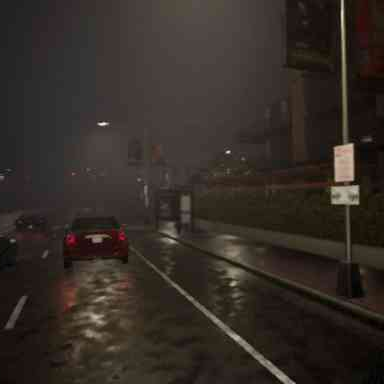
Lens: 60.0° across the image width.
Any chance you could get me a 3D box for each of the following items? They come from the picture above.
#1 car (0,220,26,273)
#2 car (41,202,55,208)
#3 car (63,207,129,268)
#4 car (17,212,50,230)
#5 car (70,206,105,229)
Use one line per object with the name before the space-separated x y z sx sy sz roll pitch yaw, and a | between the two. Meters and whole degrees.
car | -6.332 1.780 9.466 2.033 1.411 5.357 -1 -1 -19
car | -37.400 3.290 87.306 1.882 1.535 5.008 -1 -1 -13
car | -3.713 1.589 12.613 2.097 1.767 4.553 -1 -1 -19
car | -11.864 2.140 25.082 1.895 1.301 4.718 -1 -1 -19
car | -8.320 2.004 26.935 2.128 1.511 4.902 -1 -1 -11
